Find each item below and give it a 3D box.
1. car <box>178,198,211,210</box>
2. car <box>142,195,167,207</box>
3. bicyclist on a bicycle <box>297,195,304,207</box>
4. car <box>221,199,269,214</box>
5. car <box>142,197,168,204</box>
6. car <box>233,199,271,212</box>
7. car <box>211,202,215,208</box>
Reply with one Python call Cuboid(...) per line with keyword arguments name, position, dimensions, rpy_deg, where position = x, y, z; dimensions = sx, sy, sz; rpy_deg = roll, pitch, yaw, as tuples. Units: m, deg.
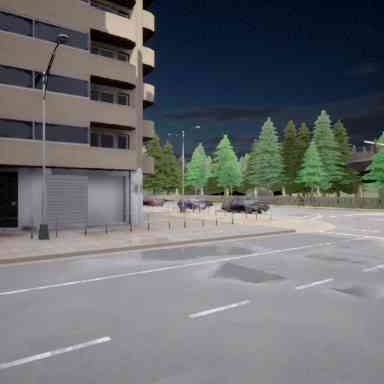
Cuboid(name="car", position=(-0.064, 1.480, 42.735), dimensions=(1.812, 1.442, 4.674), rpy_deg=(0, 0, -36))
Cuboid(name="car", position=(-6.304, 1.306, 50.449), dimensions=(4.553, 1.767, 2.097), rpy_deg=(0, 0, 43))
Cuboid(name="bicyclist on a bicycle", position=(15.123, 1.262, 46.407), dimensions=(1.656, 1.620, 0.582), rpy_deg=(0, 0, -35))
Cuboid(name="car", position=(5.354, 1.502, 35.005), dimensions=(2.033, 1.411, 5.357), rpy_deg=(0, 0, -37))
Cuboid(name="car", position=(-7.171, 1.558, 64.414), dimensions=(4.718, 1.301, 1.895), rpy_deg=(0, 0, 31))
Cuboid(name="car", position=(6.962, 1.520, 38.821), dimensions=(1.994, 1.385, 4.181), rpy_deg=(0, 0, -35))
Cuboid(name="car", position=(0.975, 1.504, 47.368), dimensions=(2.033, 1.411, 5.357), rpy_deg=(0, 0, -36))
